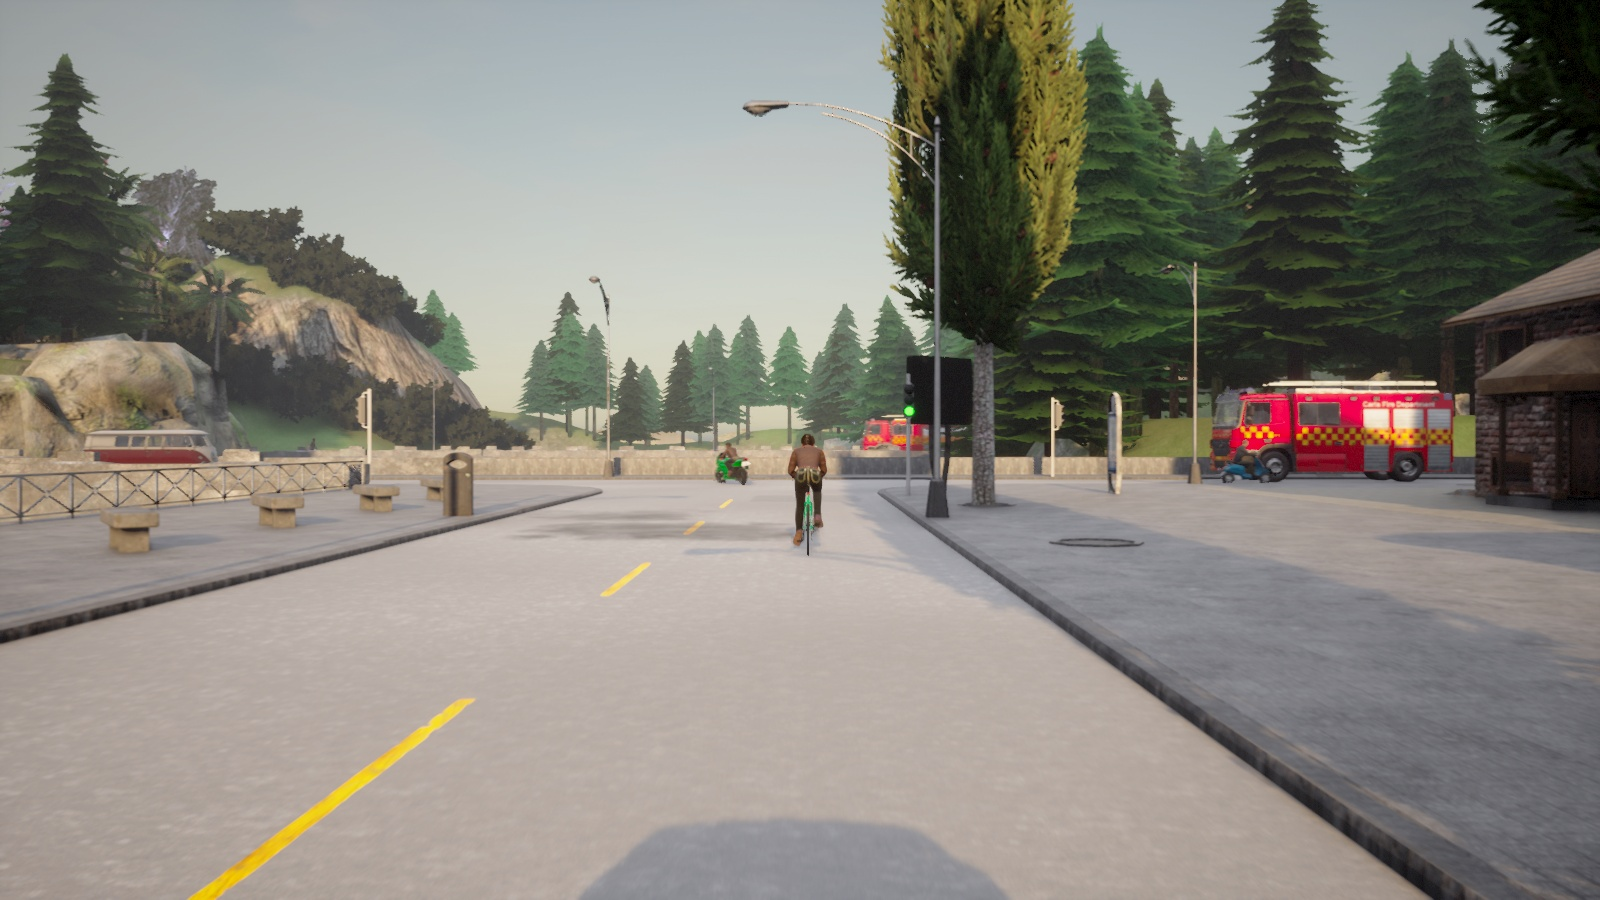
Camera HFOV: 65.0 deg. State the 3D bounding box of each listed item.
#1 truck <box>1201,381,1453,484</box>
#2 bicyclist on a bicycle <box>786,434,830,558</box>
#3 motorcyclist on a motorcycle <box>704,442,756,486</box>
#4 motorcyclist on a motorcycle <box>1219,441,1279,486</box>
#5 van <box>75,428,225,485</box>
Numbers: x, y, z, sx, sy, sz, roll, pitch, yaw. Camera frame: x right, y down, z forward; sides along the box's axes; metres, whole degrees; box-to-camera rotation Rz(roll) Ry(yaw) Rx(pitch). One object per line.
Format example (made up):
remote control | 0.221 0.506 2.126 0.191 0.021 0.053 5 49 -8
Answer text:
truck | 20.171 -0.674 48.430 8.468 3.827 2.891 0 0 0
bicyclist on a bicycle | 0.110 0.602 17.227 0.582 1.620 1.656 0 0 0
motorcyclist on a motorcycle | -2.494 0.475 44.661 0.797 1.523 2.044 -2 2 -38
motorcyclist on a motorcycle | 15.878 0.462 44.452 1.817 1.590 0.866 0 0 0
van | -23.079 0.229 44.698 4.442 1.987 1.775 0 0 0
